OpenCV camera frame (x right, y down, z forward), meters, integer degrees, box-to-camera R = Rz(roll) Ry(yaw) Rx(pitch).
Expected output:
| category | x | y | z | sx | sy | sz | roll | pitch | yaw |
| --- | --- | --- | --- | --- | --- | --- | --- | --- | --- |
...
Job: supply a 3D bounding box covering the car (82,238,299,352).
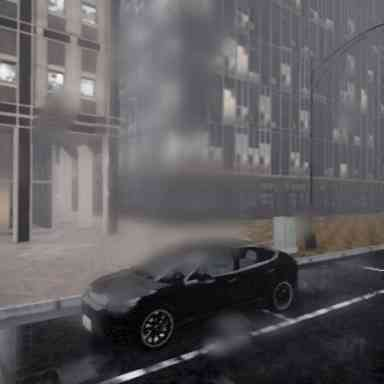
| category | x | y | z | sx | sy | sz | roll | pitch | yaw |
| --- | --- | --- | --- | --- | --- | --- | --- | --- | --- |
| car | 0.206 | 1.605 | 6.248 | 4.313 | 1.339 | 1.947 | 1 | -1 | -35 |
